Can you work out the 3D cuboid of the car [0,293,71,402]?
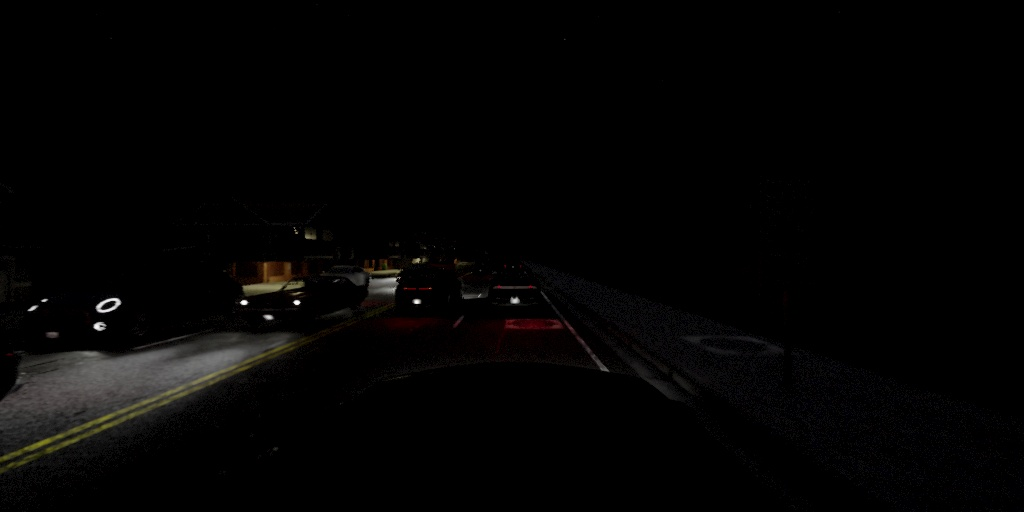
[{"bbox_3d":[-6.597,1.242,2.019,2.128,1.511,4.902,0,0,0],"label":"car"}]

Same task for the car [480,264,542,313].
[{"bbox_3d":[0.098,1.243,14.069,2.128,1.511,4.902,0,0,0],"label":"car"}]

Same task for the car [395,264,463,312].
[{"bbox_3d":[-3.150,1.256,14.290,1.837,1.490,4.892,0,0,0],"label":"car"}]

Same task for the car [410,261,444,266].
[{"bbox_3d":[-6.567,1.300,25.487,2.033,1.411,5.357,0,0,1],"label":"car"}]

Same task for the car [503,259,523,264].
[{"bbox_3d":[0.099,1.107,37.851,2.097,1.767,4.553,0,0,0],"label":"car"}]

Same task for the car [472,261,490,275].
[{"bbox_3d":[-3.190,1.280,38.765,1.812,1.442,4.674,0,0,0],"label":"car"}]

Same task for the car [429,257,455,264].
[{"bbox_3d":[-6.502,1.081,32.641,2.150,2.045,5.566,0,0,0],"label":"car"}]

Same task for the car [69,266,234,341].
[{"bbox_3d":[-9.845,1.103,9.927,2.097,1.767,4.553,0,0,0],"label":"car"}]

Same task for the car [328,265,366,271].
[{"bbox_3d":[-9.839,1.278,21.014,1.812,1.442,4.674,0,0,0],"label":"car"}]

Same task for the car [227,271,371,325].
[{"bbox_3d":[-6.596,1.352,11.938,1.895,1.301,4.718,0,0,0],"label":"car"}]
